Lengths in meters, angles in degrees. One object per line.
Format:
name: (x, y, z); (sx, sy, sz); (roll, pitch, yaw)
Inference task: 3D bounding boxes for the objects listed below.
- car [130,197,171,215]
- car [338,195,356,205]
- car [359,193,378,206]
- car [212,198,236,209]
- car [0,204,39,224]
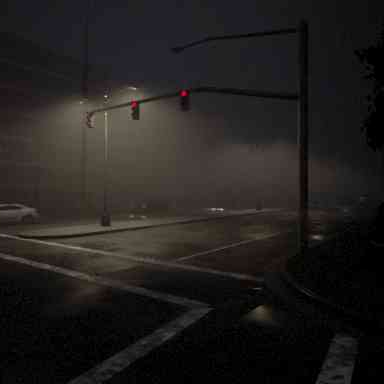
car: (-4.220, 1.351, 34.479); (2.097, 1.767, 4.553); (0, 0, 36)
car: (26.667, 1.352, 57.152); (2.097, 1.767, 4.553); (0, 0, 36)
car: (28.732, 1.221, 54.038); (2.150, 2.045, 5.566); (0, 0, 36)
car: (4.508, 1.564, 46.503); (1.994, 1.385, 4.181); (0, 0, 36)
car: (-12.938, 1.525, 22.674); (1.812, 1.442, 4.674); (0, 0, 39)
